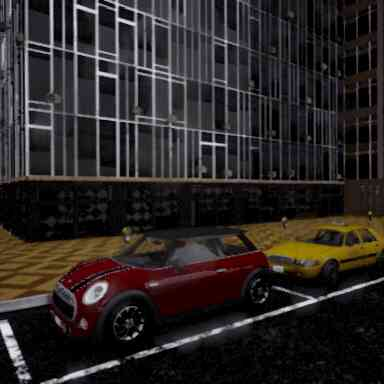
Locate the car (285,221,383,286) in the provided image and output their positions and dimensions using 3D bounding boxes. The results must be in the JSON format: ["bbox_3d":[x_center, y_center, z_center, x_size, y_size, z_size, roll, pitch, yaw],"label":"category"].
[{"bbox_3d":[4.059,1.542,9.467,4.829,1.417,1.752,0,-1,-36],"label":"car"}]

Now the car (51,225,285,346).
[{"bbox_3d":[-0.429,1.446,6.265,4.097,1.590,1.967,0,-1,-36],"label":"car"}]
